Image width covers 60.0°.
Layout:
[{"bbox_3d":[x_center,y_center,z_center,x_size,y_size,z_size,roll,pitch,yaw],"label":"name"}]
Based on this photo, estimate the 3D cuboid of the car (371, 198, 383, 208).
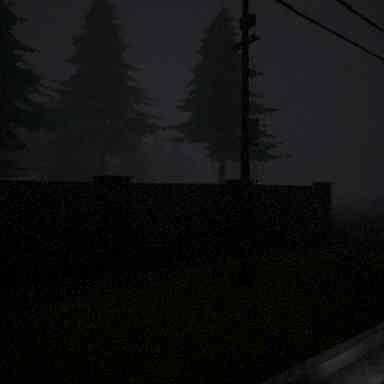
[{"bbox_3d":[26.457,1.551,45.525,1.812,1.442,4.674,0,0,-2],"label":"car"}]
